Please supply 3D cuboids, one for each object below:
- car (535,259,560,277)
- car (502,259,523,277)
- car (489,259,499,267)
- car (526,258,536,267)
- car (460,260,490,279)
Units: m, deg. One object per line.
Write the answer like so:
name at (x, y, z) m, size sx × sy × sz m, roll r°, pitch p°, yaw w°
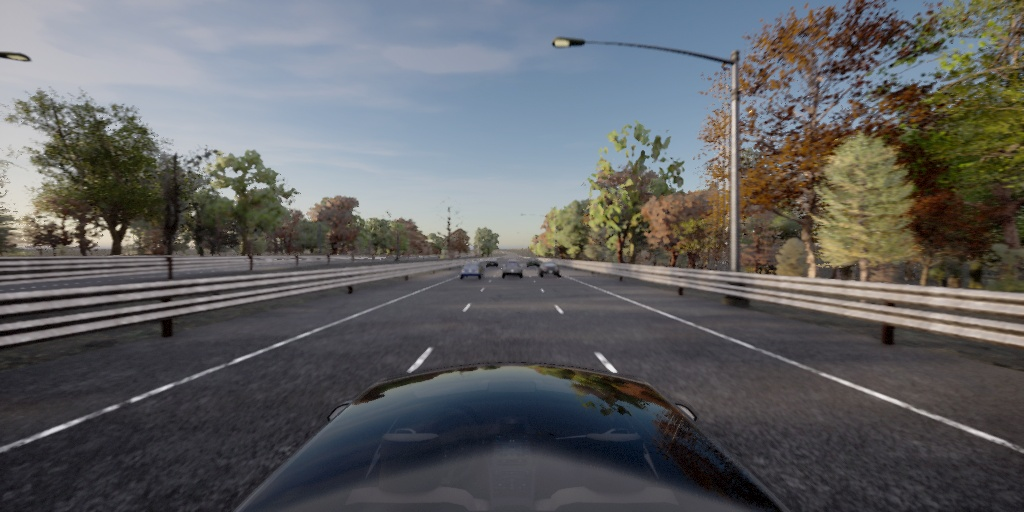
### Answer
car at (3.554, 1.274, 34.935) m, size 1.812 × 1.442 × 4.674 m, roll 0°, pitch 0°, yaw 1°
car at (0.054, 1.313, 34.792) m, size 1.994 × 1.385 × 4.181 m, roll 0°, pitch 0°, yaw 1°
car at (-3.388, 1.225, 63.976) m, size 1.882 × 1.535 × 5.008 m, roll 0°, pitch 0°, yaw 0°
car at (3.615, 1.101, 64.278) m, size 2.097 × 1.767 × 4.553 m, roll 0°, pitch 0°, yaw 0°
car at (-3.471, 1.296, 32.288) m, size 2.033 × 1.411 × 5.357 m, roll 0°, pitch 0°, yaw 0°
